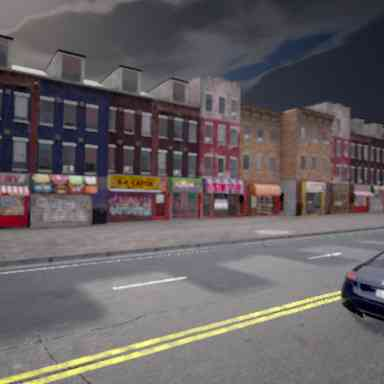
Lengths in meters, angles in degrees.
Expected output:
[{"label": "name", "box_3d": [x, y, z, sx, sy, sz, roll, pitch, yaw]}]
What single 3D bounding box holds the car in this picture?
[{"label": "car", "box_3d": [4.823, 1.660, 6.492, 4.181, 1.385, 1.994, 1, -1, -33]}]
